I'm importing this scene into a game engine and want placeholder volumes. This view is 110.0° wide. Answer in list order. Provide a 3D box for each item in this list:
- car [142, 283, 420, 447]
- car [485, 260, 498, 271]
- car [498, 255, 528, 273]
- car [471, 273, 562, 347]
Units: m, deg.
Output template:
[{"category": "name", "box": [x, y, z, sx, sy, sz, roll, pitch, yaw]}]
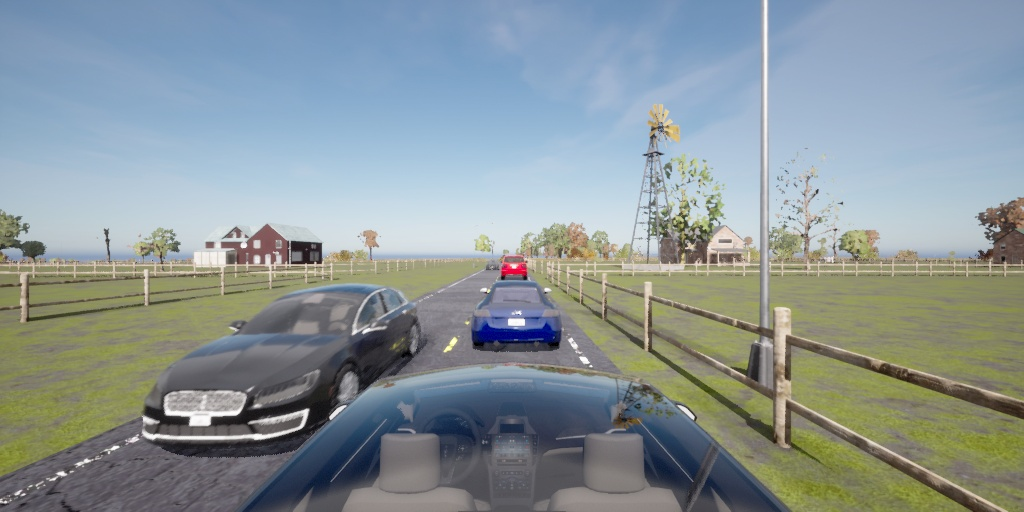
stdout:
[{"category": "car", "box": [-2.841, 1.254, 5.704, 1.837, 1.490, 4.892, 0, 0, 0]}, {"category": "car", "box": [-2.618, 1.300, 49.417, 1.837, 1.490, 4.892, 0, 0, 0]}, {"category": "car", "box": [0.176, 0.966, 30.720, 2.150, 2.045, 5.566, 0, 0, 0]}, {"category": "car", "box": [0.101, 1.314, 9.309, 1.994, 1.385, 4.181, 0, 0, 0]}]
